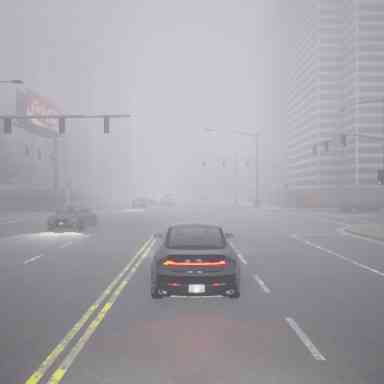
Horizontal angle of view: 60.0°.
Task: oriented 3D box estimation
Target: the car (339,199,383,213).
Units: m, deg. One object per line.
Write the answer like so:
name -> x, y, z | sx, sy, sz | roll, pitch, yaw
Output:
car -> 18.448, 1.477, 35.673 | 5.008, 1.535, 1.882 | 0, 0, -1

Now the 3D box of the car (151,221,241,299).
car -> 0.056, 1.505, 8.462 | 1.837, 1.490, 4.892 | 0, 0, -1

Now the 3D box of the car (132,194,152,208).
car -> -7.409, 1.491, 47.742 | 2.128, 1.511, 4.902 | 0, 0, 0

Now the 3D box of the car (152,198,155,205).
car -> -7.449, 1.600, 57.044 | 1.895, 1.301, 4.718 | 0, 0, 0

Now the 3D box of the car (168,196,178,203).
car -> -3.962, 1.595, 71.344 | 1.895, 1.301, 4.718 | 0, 0, 0

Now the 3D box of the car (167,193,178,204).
car -> -3.959, 1.221, 61.298 | 2.150, 2.045, 5.566 | 0, 0, 0

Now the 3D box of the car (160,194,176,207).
car -> -3.911, 1.526, 51.719 | 1.812, 1.442, 4.674 | 0, 0, 0

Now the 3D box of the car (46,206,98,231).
car -> -7.222, 1.564, 20.334 | 1.994, 1.385, 4.181 | 0, 0, 0

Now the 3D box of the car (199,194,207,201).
car -> 2.924, 1.355, 88.718 | 2.097, 1.767, 4.553 | 0, 0, 0
